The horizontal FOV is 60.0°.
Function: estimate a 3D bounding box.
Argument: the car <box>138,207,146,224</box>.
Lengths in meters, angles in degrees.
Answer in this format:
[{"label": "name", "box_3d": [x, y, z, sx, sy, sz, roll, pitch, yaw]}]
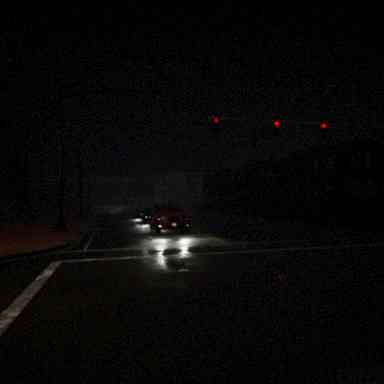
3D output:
[{"label": "car", "box_3d": [-4.136, 2.406, 34.218, 1.837, 1.490, 4.892, -1, -1, -13]}]

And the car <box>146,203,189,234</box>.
[{"label": "car", "box_3d": [-1.798, 1.850, 24.399, 2.150, 2.045, 5.566, -1, -2, -13]}]

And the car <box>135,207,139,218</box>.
[{"label": "car", "box_3d": [-6.510, 2.705, 44.227, 1.812, 1.442, 4.674, -1, -1, -13]}]
